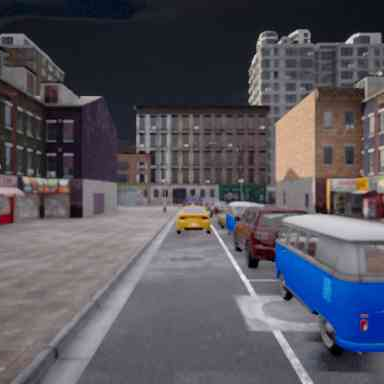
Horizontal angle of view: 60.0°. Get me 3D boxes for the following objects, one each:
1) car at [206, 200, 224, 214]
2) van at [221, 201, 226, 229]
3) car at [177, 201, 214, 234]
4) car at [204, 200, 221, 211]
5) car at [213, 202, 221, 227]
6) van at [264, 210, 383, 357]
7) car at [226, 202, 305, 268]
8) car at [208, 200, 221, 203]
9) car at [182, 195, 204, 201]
[{"bbox_3d":[2.633,1.702,38.940,1.752,1.417,4.829,0,0,0],"label":"car"},{"bbox_3d":[2.634,1.418,16.868,1.690,1.788,3.998,0,0,0],"label":"van"},{"bbox_3d":[0.101,1.570,20.083,1.882,1.535,5.008,0,0,0],"label":"car"},{"bbox_3d":[2.633,1.751,44.245,2.008,1.369,4.403,0,0,0],"label":"car"},{"bbox_3d":[2.634,1.628,22.513,1.752,1.417,4.829,0,0,0],"label":"car"},{"bbox_3d":[2.634,1.369,5.917,1.690,1.788,3.998,0,0,0],"label":"van"},{"bbox_3d":[2.634,1.367,11.393,2.192,1.841,5.009,0,0,0],"label":"car"},{"bbox_3d":[2.633,1.591,33.294,1.967,1.590,4.097,0,0,0],"label":"car"},{"bbox_3d":[0.097,1.388,36.378,2.150,2.045,5.566,0,0,0],"label":"car"}]
